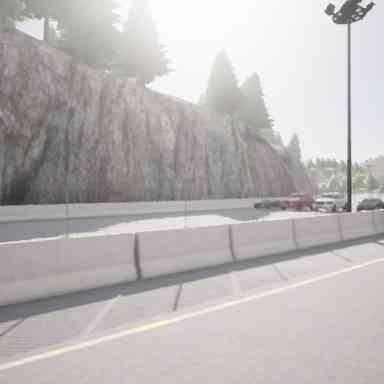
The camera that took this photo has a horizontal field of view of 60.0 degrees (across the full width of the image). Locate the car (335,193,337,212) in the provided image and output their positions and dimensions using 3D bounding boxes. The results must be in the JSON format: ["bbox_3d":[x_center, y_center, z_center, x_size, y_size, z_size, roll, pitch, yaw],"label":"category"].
[{"bbox_3d":[15.174,1.095,36.246,2.150,2.045,5.566,0,0,43],"label":"car"}]

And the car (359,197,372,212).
[{"bbox_3d":[18.963,1.364,35.207,1.837,1.490,4.892,0,0,42],"label":"car"}]

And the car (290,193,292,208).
[{"bbox_3d":[12.249,1.102,38.242,2.150,2.045,5.566,0,0,43],"label":"car"}]
